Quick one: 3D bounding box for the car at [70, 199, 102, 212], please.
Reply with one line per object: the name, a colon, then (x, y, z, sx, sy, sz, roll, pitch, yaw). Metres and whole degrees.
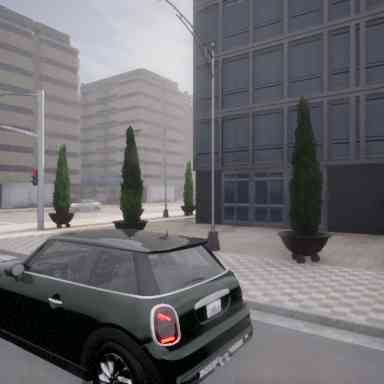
car: (-12.516, 1.581, 38.189, 1.812, 1.442, 4.674, 0, 0, 35)

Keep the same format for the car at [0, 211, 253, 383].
car: (-1.477, 1.352, 5.047, 4.553, 1.767, 2.097, 0, 0, 35)
